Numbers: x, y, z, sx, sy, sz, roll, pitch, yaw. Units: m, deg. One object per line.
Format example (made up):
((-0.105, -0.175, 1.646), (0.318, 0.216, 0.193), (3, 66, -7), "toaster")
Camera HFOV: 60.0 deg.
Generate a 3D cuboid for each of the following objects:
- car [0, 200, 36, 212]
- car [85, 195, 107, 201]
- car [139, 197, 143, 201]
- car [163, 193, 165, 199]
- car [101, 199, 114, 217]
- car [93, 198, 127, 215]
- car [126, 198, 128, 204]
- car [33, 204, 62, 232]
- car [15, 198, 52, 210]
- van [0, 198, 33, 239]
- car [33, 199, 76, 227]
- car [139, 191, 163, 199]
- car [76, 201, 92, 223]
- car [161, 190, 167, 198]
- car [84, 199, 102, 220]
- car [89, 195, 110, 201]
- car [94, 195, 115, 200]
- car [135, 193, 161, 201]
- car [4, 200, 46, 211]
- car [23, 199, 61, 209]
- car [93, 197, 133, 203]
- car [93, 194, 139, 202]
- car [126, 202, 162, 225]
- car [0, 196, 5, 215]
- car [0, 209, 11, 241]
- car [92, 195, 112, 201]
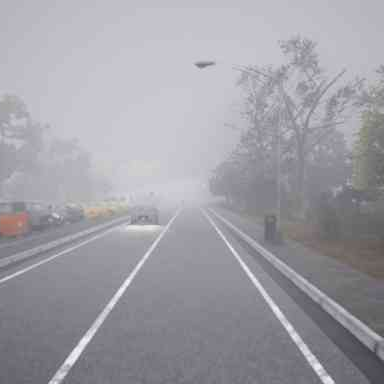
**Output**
((-23.300, 1.850, 43.661), (4.674, 1.452, 2.002), (0, -1, 0), "car")
((-23.519, 1.508, 81.619), (4.674, 1.452, 2.002), (0, 0, 0), "car")
((-10.187, 1.910, 49.184), (4.792, 1.488, 2.163), (0, -1, 0), "car")
((-10.420, 1.490, 87.350), (5.008, 1.535, 2.097), (0, 0, 0), "car")
((-10.056, 1.641, 29.632), (5.366, 1.575, 1.946), (0, -1, 0), "car")
((-10.049, 1.708, 35.304), (5.366, 1.575, 1.946), (0, -1, 0), "car")
((-10.237, 1.746, 38.080), (4.892, 1.521, 2.231), (0, -1, 0), "car")
((-10.284, 1.597, 18.659), (4.792, 1.488, 2.163), (0, 0, 0), "car")
((-23.328, 1.751, 49.078), (4.553, 1.767, 2.185), (0, -1, 0), "car")
((-10.375, 1.332, 15.883), (4.442, 1.987, 1.878), (0, 0, 0), "van")
((-10.283, 1.454, 21.433), (4.553, 1.767, 2.185), (0, 0, 0), "car")
((-10.462, 1.359, 84.571), (4.553, 1.767, 2.185), (0, 0, 0), "car")
((-10.242, 1.597, 24.212), (4.892, 1.521, 2.231), (0, -1, 0), "car")
((-10.447, 1.235, 90.143), (5.566, 2.045, 2.435), (0, 0, 0), "car")
((-10.430, 1.615, 26.979), (5.366, 1.575, 1.946), (0, -1, 0), "car")
((-23.514, 1.521, 84.404), (4.674, 1.452, 2.002), (0, 0, 0), "car")
((-23.684, 1.480, 90.109), (5.366, 1.575, 1.946), (0, 0, 0), "car")
((-10.413, 1.488, 79.001), (4.792, 1.488, 2.163), (0, 0, 0), "car")
((-23.270, 1.873, 46.431), (4.792, 1.488, 2.163), (0, -1, 0), "car")
((-23.288, 1.910, 51.848), (5.008, 1.535, 2.097), (0, -1, 0), "car")
((-10.412, 1.776, 40.857), (5.366, 1.575, 1.946), (0, -1, 0), "car")
((-10.252, 1.561, 43.636), (5.566, 2.045, 2.435), (0, -1, 0), "car")
((-3.392, 1.686, 25.145), (1.994, 1.385, 4.181), (0, 0, 0), "car")
((-23.342, 1.457, 35.356), (5.566, 2.045, 2.435), (0, -1, 0), "car")
((-10.233, 1.578, 13.106), (4.792, 1.488, 2.163), (0, 0, 0), "car")
((-23.533, 1.516, 87.316), (4.792, 1.488, 2.163), (0, 0, 0), "car")
